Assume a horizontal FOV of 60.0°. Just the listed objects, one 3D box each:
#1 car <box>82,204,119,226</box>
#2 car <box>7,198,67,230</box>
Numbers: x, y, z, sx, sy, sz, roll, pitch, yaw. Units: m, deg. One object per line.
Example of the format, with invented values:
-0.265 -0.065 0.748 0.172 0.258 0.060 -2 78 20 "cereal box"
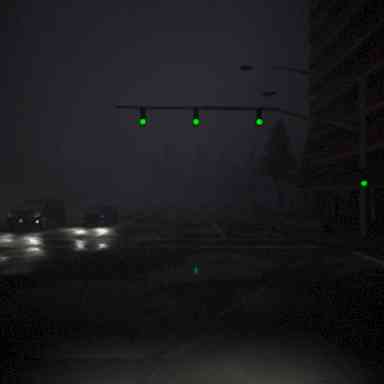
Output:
-7.089 1.717 26.116 1.882 1.535 5.008 0 -1 0 "car"
-10.602 1.435 23.296 2.150 2.045 5.566 0 -1 -1 "car"
